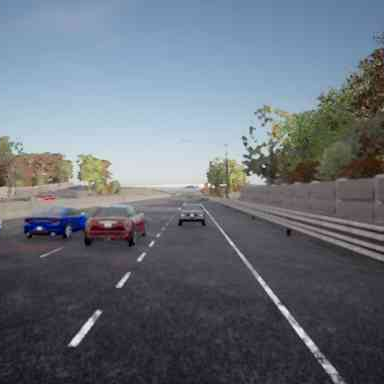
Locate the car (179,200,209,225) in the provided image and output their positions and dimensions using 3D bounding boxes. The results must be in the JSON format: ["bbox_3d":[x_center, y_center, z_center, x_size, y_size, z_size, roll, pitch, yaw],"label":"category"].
[{"bbox_3d":[0.000,1.580,24.378,2.033,1.411,5.357,0,0,0],"label":"car"}]

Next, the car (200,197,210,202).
[{"bbox_3d":[3.607,1.996,92.760,1.812,1.442,4.674,0,-1,17],"label":"car"}]

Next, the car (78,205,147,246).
[{"bbox_3d":[-3.402,1.369,15.578,2.097,1.767,4.553,0,0,0],"label":"car"}]

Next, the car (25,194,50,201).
[{"bbox_3d":[-24.534,1.346,54.590,2.150,2.045,5.566,0,0,1],"label":"car"}]

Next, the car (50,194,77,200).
[{"bbox_3d":[-21.028,1.348,55.385,2.150,2.045,5.566,0,0,1],"label":"car"}]

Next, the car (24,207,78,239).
[{"bbox_3d":[-6.898,1.498,17.507,1.882,1.535,5.008,0,0,0],"label":"car"}]

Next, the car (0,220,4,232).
[{"bbox_3d":[-10.400,1.617,14.615,1.895,1.301,4.718,0,0,0],"label":"car"}]

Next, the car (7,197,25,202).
[{"bbox_3d":[-28.034,1.624,53.533,1.837,1.490,4.892,0,0,1],"label":"car"}]
